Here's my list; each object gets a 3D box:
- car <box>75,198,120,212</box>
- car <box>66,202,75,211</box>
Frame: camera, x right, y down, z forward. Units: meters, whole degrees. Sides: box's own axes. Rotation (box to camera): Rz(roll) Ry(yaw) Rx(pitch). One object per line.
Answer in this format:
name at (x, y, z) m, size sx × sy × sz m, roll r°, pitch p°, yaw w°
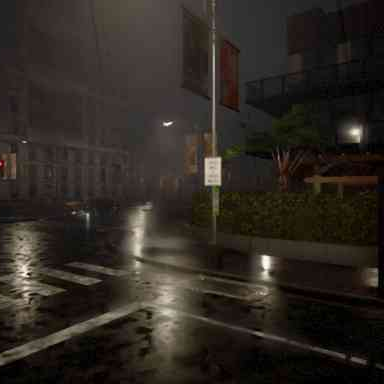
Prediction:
car at (-10.553, 1.505, 38.334) m, size 1.837 × 1.490 × 4.892 m, roll 0°, pitch 0°, yaw 36°
car at (-13.050, 1.478, 40.877) m, size 1.882 × 1.535 × 5.008 m, roll 0°, pitch 0°, yaw 35°
